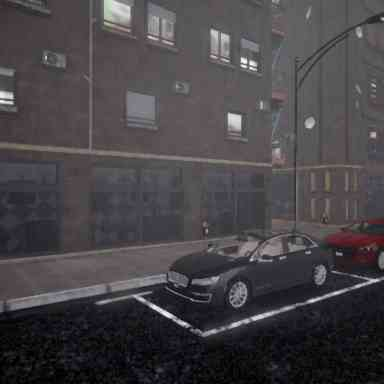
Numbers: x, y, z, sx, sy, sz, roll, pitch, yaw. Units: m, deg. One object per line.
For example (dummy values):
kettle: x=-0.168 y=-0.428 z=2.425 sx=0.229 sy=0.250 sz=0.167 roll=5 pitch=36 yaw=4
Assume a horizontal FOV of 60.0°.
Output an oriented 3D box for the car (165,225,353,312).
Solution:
car: x=1.478 y=1.549 z=7.612 sx=4.403 sy=1.369 sz=2.008 roll=0 pitch=0 yaw=-36

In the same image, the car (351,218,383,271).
car: x=6.066 y=1.541 z=10.885 sx=4.507 sy=1.381 sz=1.887 roll=0 pitch=0 yaw=-36
